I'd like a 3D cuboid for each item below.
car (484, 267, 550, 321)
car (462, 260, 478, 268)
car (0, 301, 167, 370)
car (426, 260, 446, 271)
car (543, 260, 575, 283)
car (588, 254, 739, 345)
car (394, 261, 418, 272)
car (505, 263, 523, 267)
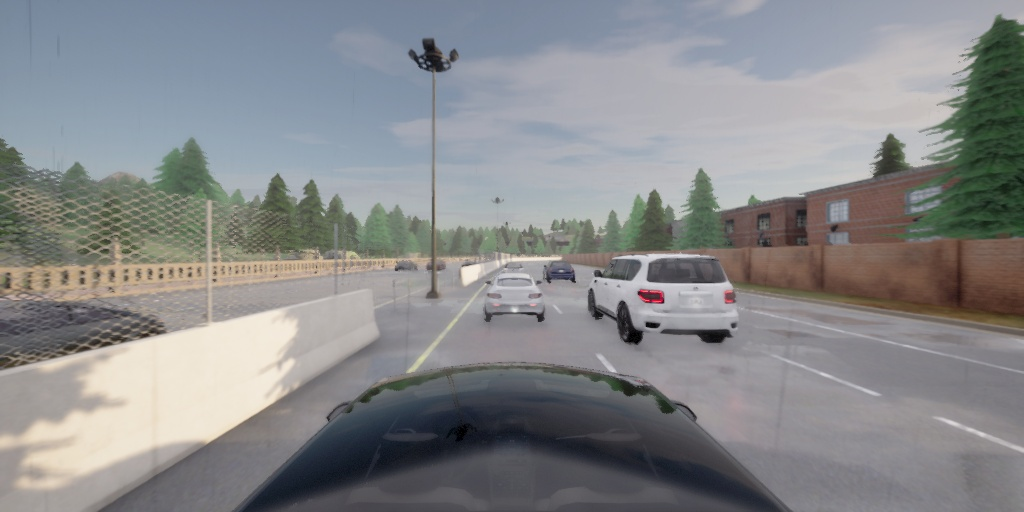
[{"bbox_3d":[0.063,1.276,12.345,1.812,1.442,4.674,0,0,0],"label":"car"},{"bbox_3d":[-6.455,1.315,55.232,1.994,1.385,4.181,0,0,2],"label":"car"},{"bbox_3d":[-7.102,1.315,4.642,1.994,1.385,4.181,0,0,0],"label":"car"},{"bbox_3d":[-10.141,1.229,48.098,1.882,1.535,5.008,0,0,2],"label":"car"},{"bbox_3d":[3.608,1.103,27.992,2.097,1.767,4.553,0,0,1],"label":"car"},{"bbox_3d":[3.597,0.972,9.673,2.150,2.045,5.566,0,0,0],"label":"car"},{"bbox_3d":[-13.680,1.316,46.462,1.994,1.385,4.181,0,0,2],"label":"car"},{"bbox_3d":[0.212,1.352,33.877,1.895,1.301,4.718,0,0,1],"label":"car"}]
